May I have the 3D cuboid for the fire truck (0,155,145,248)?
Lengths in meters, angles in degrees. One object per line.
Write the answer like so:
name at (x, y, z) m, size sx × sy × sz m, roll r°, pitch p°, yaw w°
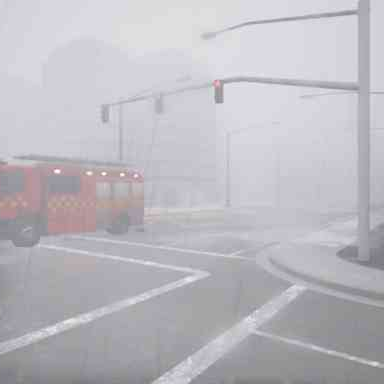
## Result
fire truck at (-6.200, 0.340, 16.272) m, size 2.891 × 3.827 × 8.468 m, roll 0°, pitch 0°, yaw 35°
